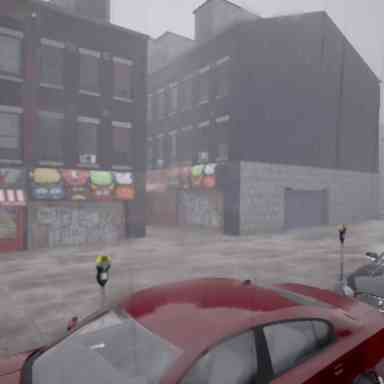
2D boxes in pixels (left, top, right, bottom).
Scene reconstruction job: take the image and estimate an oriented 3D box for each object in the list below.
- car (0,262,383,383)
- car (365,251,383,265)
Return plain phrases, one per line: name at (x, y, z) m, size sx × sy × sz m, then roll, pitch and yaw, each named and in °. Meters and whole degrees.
car at (-0.098, 1.526, 2.717) m, size 4.507 × 1.381 × 1.887 m, roll -1°, pitch 2°, yaw -35°
car at (4.407, 1.457, 5.932) m, size 4.403 × 1.369 × 2.008 m, roll -1°, pitch 2°, yaw -35°
